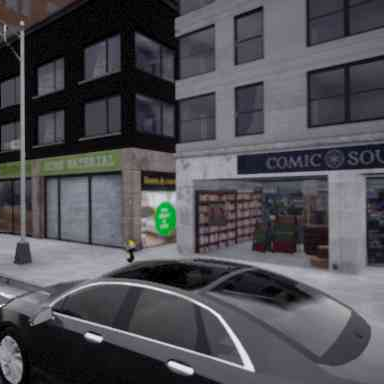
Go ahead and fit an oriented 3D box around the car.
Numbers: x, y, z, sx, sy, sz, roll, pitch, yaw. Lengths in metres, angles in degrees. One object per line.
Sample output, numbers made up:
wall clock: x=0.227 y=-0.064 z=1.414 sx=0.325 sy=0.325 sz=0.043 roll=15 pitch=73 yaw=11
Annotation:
car: x=-0.348 y=1.522 z=3.682 sx=4.892 sy=1.490 sz=1.837 roll=-1 pitch=0 yaw=35
